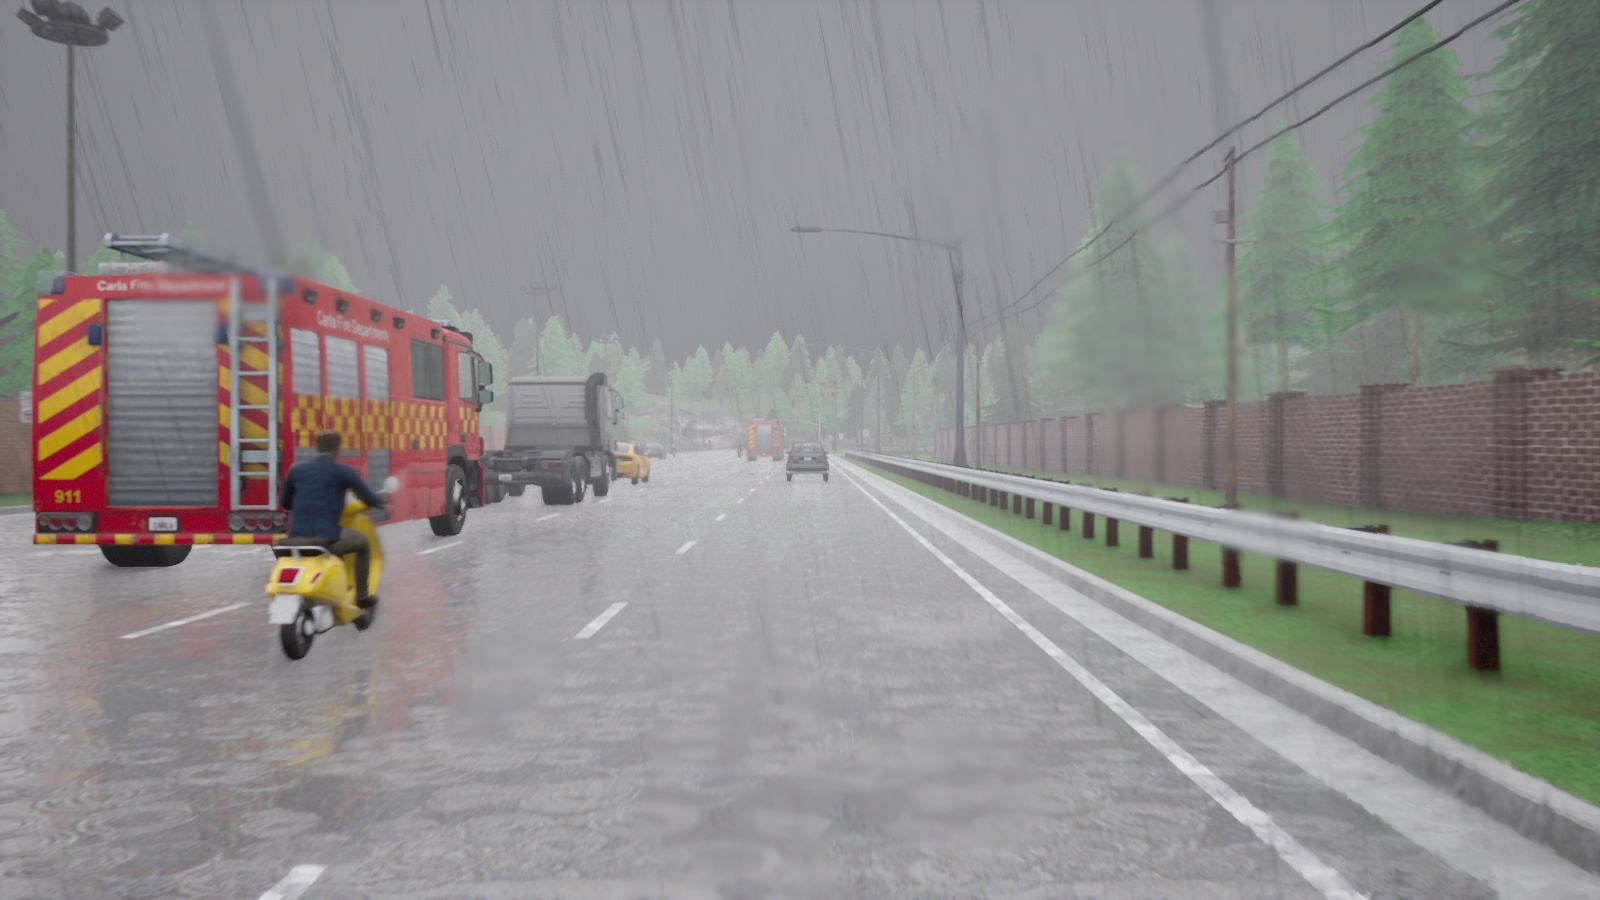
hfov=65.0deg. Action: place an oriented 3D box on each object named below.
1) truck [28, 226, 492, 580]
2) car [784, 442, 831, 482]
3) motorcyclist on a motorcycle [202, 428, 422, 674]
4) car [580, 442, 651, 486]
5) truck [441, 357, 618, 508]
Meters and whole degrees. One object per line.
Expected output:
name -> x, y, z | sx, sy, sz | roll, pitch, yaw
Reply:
truck -> -6.883, -0.524, 17.826 | 2.891, 3.827, 8.468 | 0, 0, 0
car -> 0.302, 0.444, 50.554 | 1.789, 1.549, 3.705 | 0, 0, 0
motorcyclist on a motorcycle -> -3.434, 0.647, 9.036 | 0.866, 1.590, 1.817 | 0, 0, 0
car -> -6.722, 0.461, 46.268 | 1.882, 1.535, 5.008 | 0, 0, 0
truck -> -6.797, -0.424, 32.843 | 2.891, 3.462, 7.936 | 0, 0, 0
